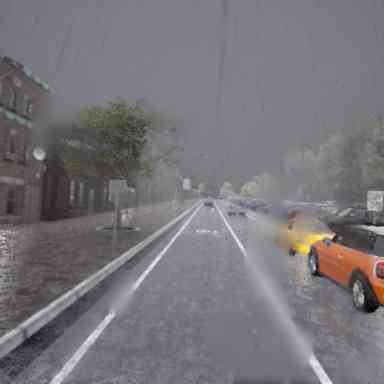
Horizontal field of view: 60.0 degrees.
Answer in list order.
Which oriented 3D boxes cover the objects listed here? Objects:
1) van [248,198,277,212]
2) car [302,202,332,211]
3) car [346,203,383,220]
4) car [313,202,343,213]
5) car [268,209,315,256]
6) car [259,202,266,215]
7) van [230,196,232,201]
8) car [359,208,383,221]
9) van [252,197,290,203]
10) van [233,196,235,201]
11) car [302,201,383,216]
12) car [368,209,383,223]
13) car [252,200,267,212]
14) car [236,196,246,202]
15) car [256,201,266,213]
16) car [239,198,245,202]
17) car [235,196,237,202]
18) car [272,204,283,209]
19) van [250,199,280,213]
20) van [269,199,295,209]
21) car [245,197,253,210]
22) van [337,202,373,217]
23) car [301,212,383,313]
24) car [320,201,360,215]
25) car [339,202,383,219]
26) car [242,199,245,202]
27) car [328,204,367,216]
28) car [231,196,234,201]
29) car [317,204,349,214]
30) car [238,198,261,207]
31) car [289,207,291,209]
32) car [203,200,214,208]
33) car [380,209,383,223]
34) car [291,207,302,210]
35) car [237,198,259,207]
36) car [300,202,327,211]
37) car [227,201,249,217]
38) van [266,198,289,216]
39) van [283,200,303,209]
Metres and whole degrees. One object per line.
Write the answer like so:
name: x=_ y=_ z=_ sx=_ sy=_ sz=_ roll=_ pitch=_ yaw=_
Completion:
van: x=11.874 y=2.179 z=56.255 sx=4.442 sy=1.987 sz=1.878 roll=2 pitch=0 yaw=3
car: x=25.210 y=2.957 z=67.194 sx=5.366 sy=1.575 sz=1.946 roll=2 pitch=0 yaw=3
car: x=24.240 y=2.623 z=45.010 sx=5.566 sy=2.045 sz=2.435 roll=2 pitch=0 yaw=3
car: x=25.147 y=2.821 z=61.641 sx=4.553 sy=1.767 sz=2.185 roll=2 pitch=0 yaw=3
car: x=4.851 y=1.806 z=14.600 sx=1.801 sy=1.575 sz=5.366 roll=2 pitch=-1 yaw=3
car: x=10.916 y=2.340 z=39.454 sx=4.792 sy=1.488 sz=2.163 roll=2 pitch=0 yaw=3
van: x=13.507 y=2.312 z=92.661 sx=4.442 sy=1.987 sz=1.878 roll=2 pitch=0 yaw=3
car: x=24.144 y=2.888 z=42.234 sx=4.792 sy=1.488 sz=2.163 roll=2 pitch=0 yaw=3
van: x=11.443 y=2.145 z=47.858 sx=4.442 sy=1.987 sz=1.878 roll=2 pitch=0 yaw=3
van: x=12.933 y=2.268 z=81.463 sx=4.442 sy=1.987 sz=1.878 roll=2 pitch=0 yaw=3
car: x=9.870 y=1.838 z=19.861 sx=5.566 sy=2.045 sz=2.435 roll=2 pitch=-1 yaw=3
car: x=23.943 y=2.867 z=39.458 sx=4.792 sy=1.488 sz=2.163 roll=2 pitch=0 yaw=3
car: x=11.181 y=2.350 z=45.059 sx=4.892 sy=1.521 sz=2.231 roll=2 pitch=0 yaw=3
car: x=12.304 y=2.191 z=67.461 sx=5.566 sy=2.045 sz=2.435 roll=2 pitch=0 yaw=3
car: x=11.027 y=2.371 z=42.259 sx=4.674 sy=1.452 sz=2.002 roll=2 pitch=0 yaw=3
car: x=12.175 y=2.473 z=64.659 sx=4.674 sy=1.452 sz=2.002 roll=2 pitch=0 yaw=3
car: x=12.448 y=2.202 z=70.260 sx=5.566 sy=2.045 sz=2.435 roll=2 pitch=0 yaw=3
car: x=10.454 y=2.221 z=31.055 sx=5.008 sy=1.535 sz=2.097 roll=2 pitch=-1 yaw=3
van: x=11.730 y=2.168 z=53.455 sx=4.442 sy=1.987 sz=1.878 roll=2 pitch=0 yaw=3
van: x=10.495 y=2.023 z=33.866 sx=4.442 sy=1.987 sz=1.878 roll=2 pitch=-1 yaw=3
car: x=11.443 y=2.126 z=50.662 sx=5.566 sy=2.045 sz=2.435 roll=2 pitch=0 yaw=3
van: x=24.668 y=2.681 z=50.548 sx=4.442 sy=1.987 sz=1.878 roll=2 pitch=0 yaw=3
car: x=4.529 y=1.627 z=8.382 sx=2.097 sy=1.767 sz=4.553 roll=2 pitch=-1 yaw=3
car: x=24.865 y=2.674 z=56.096 sx=5.566 sy=2.045 sz=2.435 roll=2 pitch=0 yaw=3
car: x=24.439 y=2.641 z=47.780 sx=5.566 sy=2.045 sz=2.435 roll=2 pitch=0 yaw=3
car: x=11.886 y=2.412 z=59.060 sx=4.892 sy=1.521 sz=2.231 roll=2 pitch=0 yaw=3
car: x=24.870 y=2.917 z=53.315 sx=5.366 sy=1.575 sz=1.946 roll=2 pitch=0 yaw=3
car: x=13.179 y=2.509 z=84.256 sx=5.008 sy=1.535 sz=2.097 roll=2 pitch=0 yaw=3
car: x=24.939 y=2.963 z=58.870 sx=4.792 sy=1.488 sz=2.163 roll=2 pitch=0 yaw=3
car: x=12.584 y=2.339 z=73.060 sx=4.553 sy=1.767 sz=2.185 roll=2 pitch=0 yaw=3
car: x=10.175 y=2.196 z=25.455 sx=4.674 sy=1.452 sz=2.002 roll=2 pitch=-1 yaw=3
car: x=3.105 y=2.184 z=62.001 sx=1.895 sy=1.301 sz=4.718 roll=2 pitch=0 yaw=3
car: x=24.017 y=2.815 z=36.679 sx=5.366 sy=1.575 sz=1.946 roll=2 pitch=0 yaw=3
car: x=9.846 y=2.112 z=22.666 sx=5.366 sy=1.575 sz=1.946 roll=2 pitch=-1 yaw=3
car: x=12.727 y=2.350 z=75.859 sx=4.553 sy=1.767 sz=2.185 roll=2 pitch=0 yaw=3
car: x=25.543 y=2.979 z=69.958 sx=4.892 sy=1.521 sz=2.231 roll=2 pitch=0 yaw=3
car: x=5.221 y=2.165 z=39.352 sx=1.895 sy=1.301 sz=4.718 roll=2 pitch=0 yaw=3
van: x=10.870 y=2.061 z=36.652 sx=4.442 sy=1.987 sz=1.878 roll=2 pitch=0 yaw=3
van: x=10.442 y=1.968 z=28.251 sx=4.442 sy=1.987 sz=1.878 roll=2 pitch=-1 yaw=3
